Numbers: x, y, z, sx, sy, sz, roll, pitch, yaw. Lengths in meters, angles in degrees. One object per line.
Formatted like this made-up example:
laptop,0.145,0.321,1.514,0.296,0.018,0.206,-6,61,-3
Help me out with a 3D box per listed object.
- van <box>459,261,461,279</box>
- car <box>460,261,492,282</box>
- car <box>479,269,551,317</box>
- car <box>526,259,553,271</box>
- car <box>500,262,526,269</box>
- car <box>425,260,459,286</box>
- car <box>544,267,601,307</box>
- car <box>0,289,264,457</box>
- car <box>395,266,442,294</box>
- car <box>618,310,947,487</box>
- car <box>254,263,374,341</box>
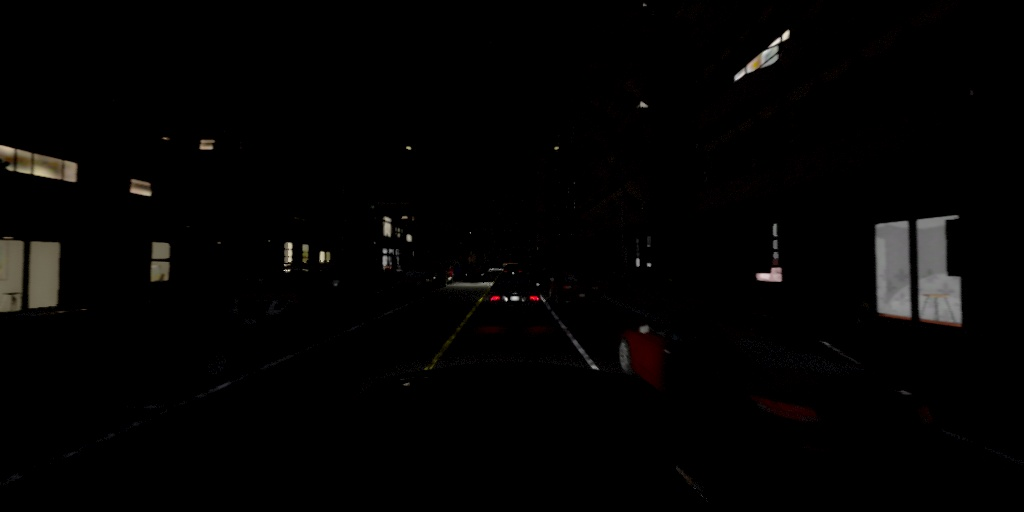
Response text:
van,-5.663,1.316,33.039,1.690,1.789,3.998,0,0,0
car,-3.102,1.445,31.900,1.882,1.535,5.008,0,0,0
car,0.091,1.383,13.632,2.033,1.411,5.357,0,0,0
car,2.688,1.291,33.099,2.192,1.841,5.009,0,0,0
car,0.094,1.551,34.556,1.994,1.385,4.181,0,0,0
car,-5.679,1.249,27.352,2.192,1.841,5.009,0,0,0
car,2.690,1.398,16.040,1.888,1.381,4.507,0,0,0
car,-5.690,1.336,4.606,1.948,1.339,4.313,0,0,0
car,-5.700,1.475,21.666,1.802,1.307,4.207,0,0,0
car,2.691,1.353,4.667,1.802,1.307,4.207,0,0,0
car,-5.691,1.126,10.292,2.192,1.841,5.009,0,0,0
